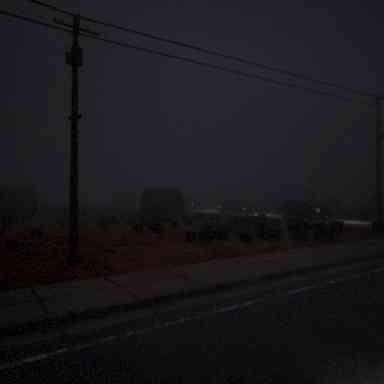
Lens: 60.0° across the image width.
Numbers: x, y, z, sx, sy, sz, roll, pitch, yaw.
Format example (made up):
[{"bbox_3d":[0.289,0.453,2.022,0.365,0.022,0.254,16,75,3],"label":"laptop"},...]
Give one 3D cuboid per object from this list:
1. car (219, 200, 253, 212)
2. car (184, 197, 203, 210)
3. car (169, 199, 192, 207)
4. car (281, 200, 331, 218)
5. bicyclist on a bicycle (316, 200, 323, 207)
[{"bbox_3d":[5.075,1.719,38.847,1.837,1.490,4.892,1,0,-33],"label":"car"},{"bbox_3d":[-0.308,1.571,47.316,2.097,1.767,4.553,1,0,-32],"label":"car"},{"bbox_3d":[-2.060,1.858,56.824,1.895,1.301,4.718,1,0,-32],"label":"car"},{"bbox_3d":[10.411,1.561,30.481,2.097,1.767,4.553,1,0,-32],"label":"car"},{"bbox_3d":[14.318,1.736,37.553,1.656,1.620,0.582,1,0,-33],"label":"bicyclist on a bicycle"}]
